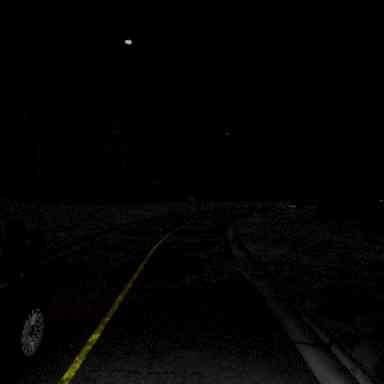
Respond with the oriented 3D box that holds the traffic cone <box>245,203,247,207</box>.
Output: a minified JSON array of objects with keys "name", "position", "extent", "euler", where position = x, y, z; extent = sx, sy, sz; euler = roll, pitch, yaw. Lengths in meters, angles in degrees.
[{"name":"traffic cone","position":[7.797,1.875,47.711],"extent":[0.340,0.580,0.340],"euler":[0,0,37]}]

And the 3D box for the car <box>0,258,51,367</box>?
[{"name":"car","position":[-3.059,1.485,3.116],"extent":[2.128,1.511,4.902],"euler":[0,0,0]}]

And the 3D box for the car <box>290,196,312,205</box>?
[{"name":"car","position":[18.226,1.452,55.416],"extent":[4.674,1.442,1.812],"euler":[0,0,-41]}]

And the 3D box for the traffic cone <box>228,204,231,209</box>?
[{"name":"traffic cone","position":[4.861,1.878,43.382],"extent":[0.340,0.580,0.340],"euler":[0,0,32]}]
